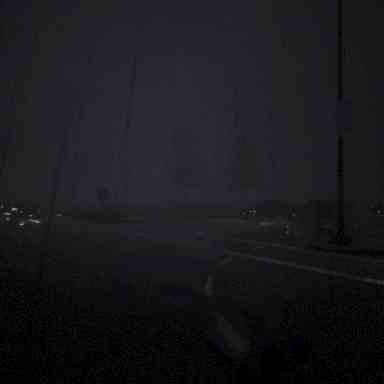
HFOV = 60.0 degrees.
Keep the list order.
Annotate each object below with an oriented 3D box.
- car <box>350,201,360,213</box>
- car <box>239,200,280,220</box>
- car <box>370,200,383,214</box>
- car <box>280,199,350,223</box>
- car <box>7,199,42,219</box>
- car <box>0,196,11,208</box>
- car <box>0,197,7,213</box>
[{"bbox_3d":[14.300,1.373,32.536,5.357,1.411,2.033,0,0,-35],"label":"car"},{"bbox_3d":[5.927,1.389,26.591,4.892,1.490,1.837,0,0,-35],"label":"car"},{"bbox_3d":[19.117,1.352,31.659,5.357,1.411,2.033,-1,0,-35],"label":"car"},{"bbox_3d":[9.119,1.368,24.563,4.902,1.511,2.128,0,0,-35],"label":"car"},{"bbox_3d":[-14.611,1.518,29.231,2.033,1.411,5.357,0,0,-35],"label":"car"},{"bbox_3d":[-27.345,1.446,47.653,1.882,1.535,5.008,0,1,-34],"label":"car"},{"bbox_3d":[-19.871,1.534,36.824,1.994,1.385,4.181,0,0,-35],"label":"car"}]
